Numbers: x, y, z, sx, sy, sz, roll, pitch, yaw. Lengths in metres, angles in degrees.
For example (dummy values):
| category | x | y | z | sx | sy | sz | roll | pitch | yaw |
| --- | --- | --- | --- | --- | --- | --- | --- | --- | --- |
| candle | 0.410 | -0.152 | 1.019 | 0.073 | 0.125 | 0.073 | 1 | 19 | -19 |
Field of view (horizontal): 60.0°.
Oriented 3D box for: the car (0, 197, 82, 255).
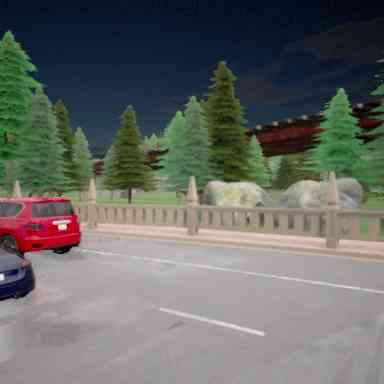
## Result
| category | x | y | z | sx | sy | sz | roll | pitch | yaw |
| --- | --- | --- | --- | --- | --- | --- | --- | --- | --- |
| car | -6.421 | 1.201 | 11.790 | 5.566 | 2.045 | 2.150 | 0 | 0 | 29 |

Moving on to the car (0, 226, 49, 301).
| category | x | y | z | sx | sy | sz | roll | pitch | yaw |
| --- | --- | --- | --- | --- | --- | --- | --- | --- | --- |
| car | -5.315 | 1.555 | 7.092 | 4.181 | 1.385 | 1.994 | 0 | 0 | 31 |
